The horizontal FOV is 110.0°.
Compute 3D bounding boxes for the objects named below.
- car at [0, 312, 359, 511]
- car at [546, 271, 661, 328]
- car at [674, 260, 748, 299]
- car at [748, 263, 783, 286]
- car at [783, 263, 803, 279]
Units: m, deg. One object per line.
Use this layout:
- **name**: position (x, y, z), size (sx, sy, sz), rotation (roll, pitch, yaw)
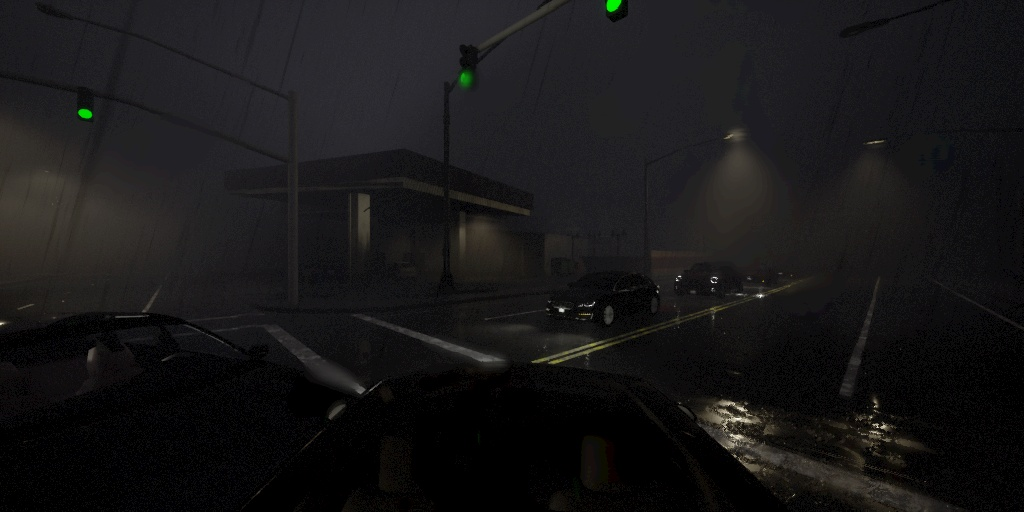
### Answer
- **car**: position (-3.368, 1.242, 2.739), size (4.902, 1.511, 2.128), rotation (0, 0, 16)
- **car**: position (3.115, 1.255, 11.627), size (4.892, 1.490, 1.837), rotation (0, 0, -44)
- **car**: position (10.092, 1.102, 18.333), size (4.553, 1.767, 2.097), rotation (0, 0, -44)
- **car**: position (17.157, 1.314, 25.102), size (4.181, 1.385, 1.994), rotation (0, 0, -45)
- **car**: position (24.432, 1.314, 32.009), size (4.181, 1.385, 1.994), rotation (0, 0, -43)
